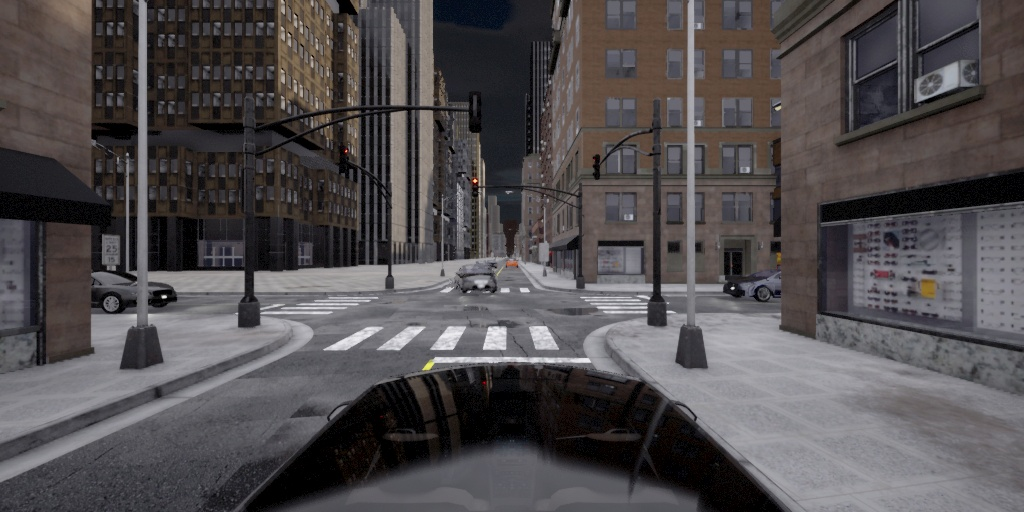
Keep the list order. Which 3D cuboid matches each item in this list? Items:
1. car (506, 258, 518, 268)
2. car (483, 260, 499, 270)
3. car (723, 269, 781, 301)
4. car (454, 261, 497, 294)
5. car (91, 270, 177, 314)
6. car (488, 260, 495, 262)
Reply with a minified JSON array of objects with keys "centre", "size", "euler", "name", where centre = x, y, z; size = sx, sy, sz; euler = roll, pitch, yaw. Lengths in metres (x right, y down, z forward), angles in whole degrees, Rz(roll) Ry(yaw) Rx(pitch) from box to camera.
[{"centre":[-0.025,1.103,61.640],"size":[2.097,1.767,4.553],"euler":[0,0,0],"name":"car"},{"centre":[-3.180,1.299,54.640],"size":[2.033,1.411,5.357],"euler":[0,0,0],"name":"car"},{"centre":[12.220,1.314,16.648],"size":[4.181,1.385,1.994],"euler":[0,0,-1],"name":"car"},{"centre":[-2.190,1.243,20.356],"size":[2.128,1.511,4.902],"euler":[0,0,-15],"name":"car"},{"centre":[-15.259,1.259,13.210],"size":[4.892,1.490,1.837],"euler":[0,0,-1],"name":"car"},{"centre":[-3.171,1.244,37.580],"size":[2.128,1.511,4.902],"euler":[0,0,0],"name":"car"}]
